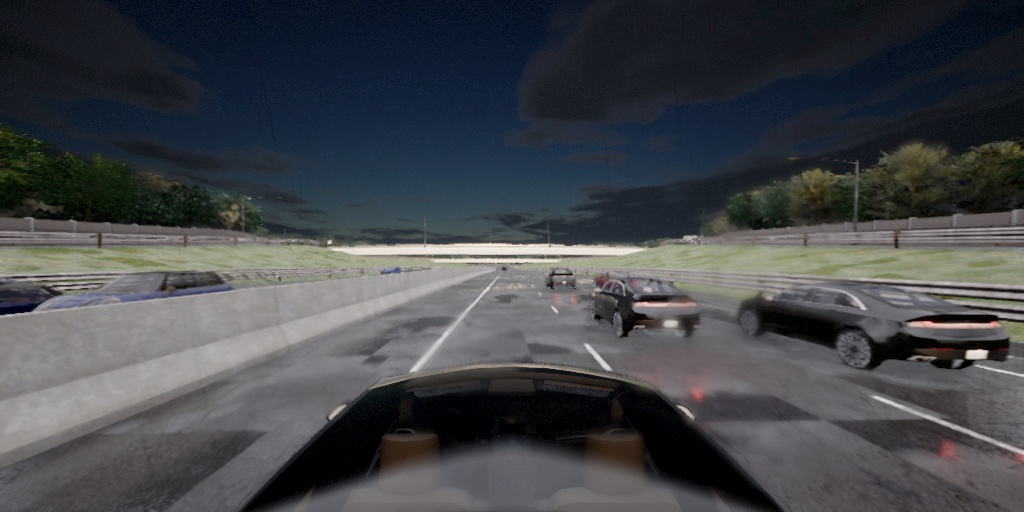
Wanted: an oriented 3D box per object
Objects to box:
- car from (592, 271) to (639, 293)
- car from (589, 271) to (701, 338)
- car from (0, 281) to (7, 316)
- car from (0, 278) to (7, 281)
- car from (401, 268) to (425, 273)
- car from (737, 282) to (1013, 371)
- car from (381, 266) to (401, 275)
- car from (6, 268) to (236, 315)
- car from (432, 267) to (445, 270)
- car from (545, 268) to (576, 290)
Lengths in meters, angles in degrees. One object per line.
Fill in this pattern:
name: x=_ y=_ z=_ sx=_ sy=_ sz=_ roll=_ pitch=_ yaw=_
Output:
car: x=7.049 y=1.730 z=25.036 sx=1.895 sy=1.301 sz=4.718 roll=0 pitch=-1 yaw=0
car: x=3.592 y=1.366 z=10.541 sx=2.128 sy=1.511 sz=4.902 roll=0 pitch=-1 yaw=0
car: x=-14.104 y=1.461 z=9.468 sx=1.895 sy=1.301 sz=4.718 roll=0 pitch=-1 yaw=0
car: x=-17.607 y=1.374 z=10.901 sx=2.128 sy=1.511 sz=4.902 roll=0 pitch=-1 yaw=0
car: x=-14.304 y=2.362 z=52.750 sx=1.895 sy=1.301 sz=4.718 roll=0 pitch=-1 yaw=0
car: x=7.095 y=1.326 z=7.904 sx=2.128 sy=1.511 sz=4.902 roll=0 pitch=-1 yaw=0
car: x=-17.809 y=2.254 z=53.349 sx=1.882 sy=1.535 sz=5.008 roll=0 pitch=-1 yaw=0
car: x=-10.607 y=1.229 z=10.590 sx=2.097 sy=1.767 sz=4.553 roll=0 pitch=-1 yaw=0
car: x=-10.811 y=2.299 z=53.248 sx=1.812 sy=1.442 sz=4.674 roll=0 pitch=-1 yaw=0
car: x=3.541 y=1.654 z=26.707 sx=2.128 sy=1.511 sz=4.902 roll=0 pitch=-1 yaw=0
